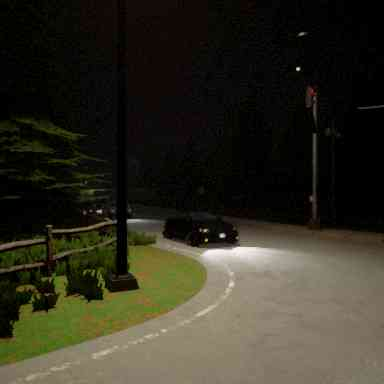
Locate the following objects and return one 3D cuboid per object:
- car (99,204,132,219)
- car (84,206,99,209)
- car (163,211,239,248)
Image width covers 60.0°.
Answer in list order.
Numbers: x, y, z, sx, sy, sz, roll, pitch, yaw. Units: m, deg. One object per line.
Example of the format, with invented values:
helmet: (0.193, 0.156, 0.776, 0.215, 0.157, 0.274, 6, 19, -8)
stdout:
car: (-6.489, 1.499, 28.543, 1.812, 1.442, 4.674, 0, 0, -24)
car: (-12.735, 1.465, 42.539, 2.128, 1.511, 4.902, 0, 0, -24)
car: (0.266, 1.538, 14.859, 1.994, 1.385, 4.181, 0, 0, -28)
